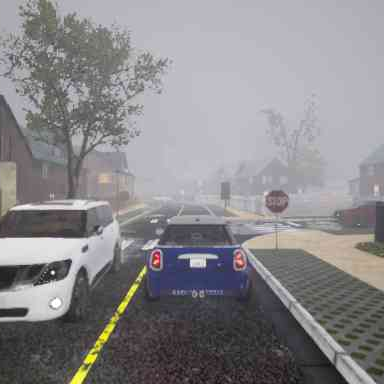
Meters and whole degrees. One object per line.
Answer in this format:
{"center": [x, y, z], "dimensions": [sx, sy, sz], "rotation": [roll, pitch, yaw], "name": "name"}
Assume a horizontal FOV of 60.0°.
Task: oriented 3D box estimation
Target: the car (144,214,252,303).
{"center": [0.118, 1.354, 8.357], "dimensions": [2.097, 1.767, 4.553], "rotation": [0, 0, 0], "name": "car"}

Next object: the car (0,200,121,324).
{"center": [-3.029, 1.224, 7.459], "dimensions": [2.150, 2.045, 5.566], "rotation": [0, 0, -2], "name": "car"}

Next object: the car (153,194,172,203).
{"center": [-6.465, 1.381, 72.911], "dimensions": [2.150, 2.045, 5.566], "rotation": [0, -1, -34], "name": "car"}

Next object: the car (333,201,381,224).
{"center": [11.474, 1.260, 21.667], "dimensions": [4.181, 1.385, 1.994], "rotation": [-1, 0, -1], "name": "car"}
